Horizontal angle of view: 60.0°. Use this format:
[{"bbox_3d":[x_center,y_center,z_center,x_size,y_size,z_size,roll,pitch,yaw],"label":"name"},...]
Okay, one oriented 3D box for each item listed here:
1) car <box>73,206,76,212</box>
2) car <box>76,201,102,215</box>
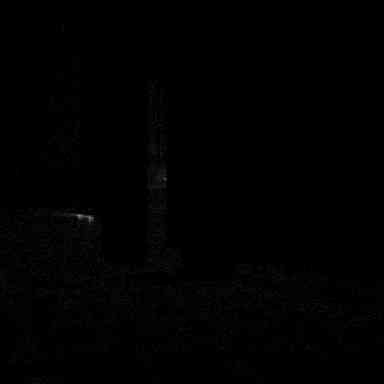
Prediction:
[{"bbox_3d":[-12.543,1.885,41.652,1.837,1.490,4.892,0,-1,36],"label":"car"},{"bbox_3d":[-10.609,1.880,38.782,1.812,1.442,4.674,0,-1,36],"label":"car"}]
